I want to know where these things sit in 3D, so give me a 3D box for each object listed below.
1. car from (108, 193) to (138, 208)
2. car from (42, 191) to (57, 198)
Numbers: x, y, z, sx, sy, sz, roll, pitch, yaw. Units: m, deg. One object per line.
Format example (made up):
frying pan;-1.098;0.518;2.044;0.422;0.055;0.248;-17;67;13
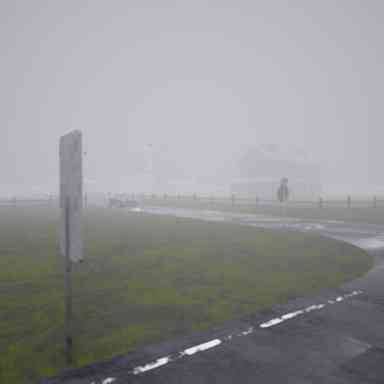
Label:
car;-8.140;0.912;39.221;2.097;1.767;4.553;-1;1;-35
car;-34.617;0.665;81.624;2.128;1.511;4.902;-1;1;-35
